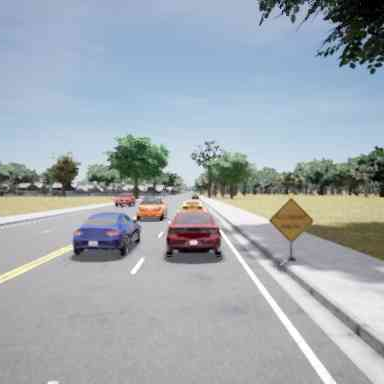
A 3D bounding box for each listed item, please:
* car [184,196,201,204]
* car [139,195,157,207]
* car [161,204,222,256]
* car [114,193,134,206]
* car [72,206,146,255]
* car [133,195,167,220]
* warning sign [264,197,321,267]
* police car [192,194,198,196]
[{"bbox_3d":[0.059,1.434,29.242,1.882,1.535,5.008,0,0,0],"label":"car"},{"bbox_3d":[-6.611,1.292,50.101,2.097,1.767,4.553,0,0,0],"label":"car"},{"bbox_3d":[0.064,1.453,12.979,1.882,1.535,5.008,0,0,0],"label":"car"},{"bbox_3d":[-9.866,1.161,49.241,2.150,2.045,5.566,0,0,0],"label":"car"},{"bbox_3d":[-3.186,1.500,13.064,1.812,1.442,4.674,0,0,0],"label":"car"},{"bbox_3d":[-3.199,1.309,27.414,2.097,1.767,4.553,0,0,0],"label":"car"},{"bbox_3d":[2.841,1.096,9.541,1.300,1.860,1.060,0,0,0],"label":"warning sign"},{"bbox_3d":[0.914,1.386,89.650,1.930,1.638,5.238,0,0,0],"label":"police car"}]
